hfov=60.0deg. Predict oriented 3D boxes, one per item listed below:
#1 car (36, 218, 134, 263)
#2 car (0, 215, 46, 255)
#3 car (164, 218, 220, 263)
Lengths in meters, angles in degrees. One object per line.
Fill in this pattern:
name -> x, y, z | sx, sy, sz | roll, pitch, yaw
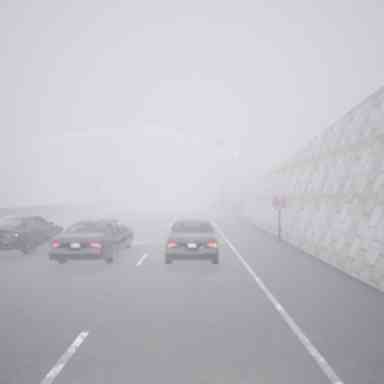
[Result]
car -> -3.493, 1.676, 12.486 | 2.033, 1.411, 5.357 | 0, -1, 0
car -> -6.979, 1.668, 13.870 | 1.812, 1.442, 4.674 | 0, 0, 0
car -> 0.007, 1.676, 12.489 | 2.033, 1.411, 5.357 | 0, -1, 0
